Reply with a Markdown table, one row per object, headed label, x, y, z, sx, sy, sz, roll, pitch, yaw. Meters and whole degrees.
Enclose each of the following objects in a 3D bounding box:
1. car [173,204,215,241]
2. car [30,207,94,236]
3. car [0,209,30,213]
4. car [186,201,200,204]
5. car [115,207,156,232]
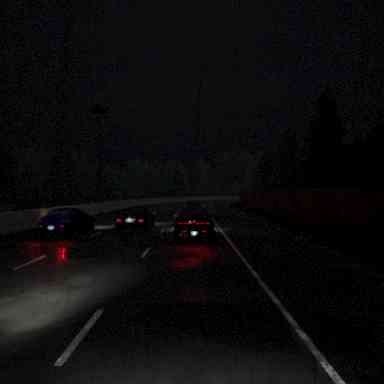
| label | x | y | z | sx | sy | sz | roll | pitch | yaw |
| --- | --- | --- | --- | --- | --- | --- | --- | --- | --- |
| car | 0.099 | 1.560 | 17.005 | 1.837 | 1.490 | 4.892 | 0 | 0 | 0 |
| car | -6.913 | 1.587 | 18.592 | 1.812 | 1.442 | 4.674 | 0 | 0 | 0 |
| car | -14.099 | 1.563 | 25.924 | 1.882 | 1.535 | 5.008 | 0 | 0 | 0 |
| car | 0.099 | 1.663 | 35.554 | 2.033 | 1.411 | 5.357 | 0 | 0 | 0 |
| car | -3.401 | 1.615 | 20.661 | 2.033 | 1.411 | 5.357 | 0 | 0 | 0 |
